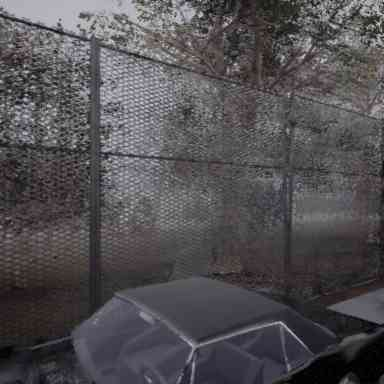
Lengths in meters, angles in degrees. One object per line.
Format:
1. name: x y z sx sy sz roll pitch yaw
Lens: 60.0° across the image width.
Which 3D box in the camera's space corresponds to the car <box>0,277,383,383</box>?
1. car: -0.273 1.602 2.875 4.718 1.301 1.895 0 0 -35
